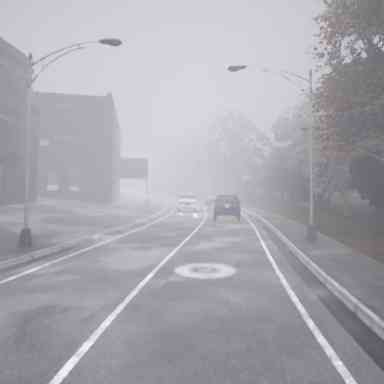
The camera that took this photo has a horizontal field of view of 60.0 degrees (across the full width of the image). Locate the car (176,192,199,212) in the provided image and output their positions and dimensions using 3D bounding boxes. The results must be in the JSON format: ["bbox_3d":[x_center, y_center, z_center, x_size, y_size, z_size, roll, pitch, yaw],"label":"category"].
[{"bbox_3d":[-0.513,1.091,36.932,2.150,2.045,5.566,1,1,-1],"label":"car"}]

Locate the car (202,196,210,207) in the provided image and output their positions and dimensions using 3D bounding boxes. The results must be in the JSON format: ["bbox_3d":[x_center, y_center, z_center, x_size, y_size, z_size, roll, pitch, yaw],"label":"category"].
[{"bbox_3d":[2.544,1.259,46.806,1.882,1.535,5.008,1,1,-6],"label":"car"}]

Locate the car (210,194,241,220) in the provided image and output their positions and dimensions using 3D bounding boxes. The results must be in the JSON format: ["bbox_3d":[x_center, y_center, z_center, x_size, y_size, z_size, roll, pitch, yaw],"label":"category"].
[{"bbox_3d":[2.889,1.195,28.048,2.150,2.045,5.566,0,0,4],"label":"car"}]
